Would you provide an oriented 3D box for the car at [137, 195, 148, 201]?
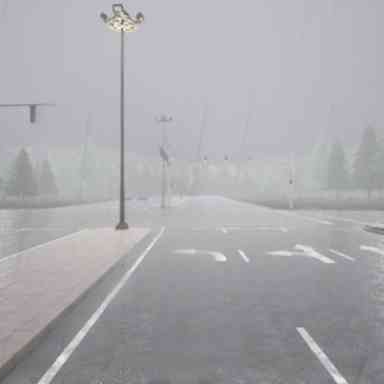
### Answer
[{"bbox_3d":[-11.147,1.349,75.331,1.994,1.385,4.181,0,0,0],"label":"car"}]

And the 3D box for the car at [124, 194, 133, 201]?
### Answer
[{"bbox_3d":[-14.647,1.270,75.404,1.882,1.535,5.008,0,0,0],"label":"car"}]
